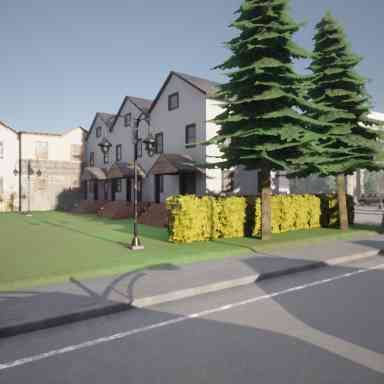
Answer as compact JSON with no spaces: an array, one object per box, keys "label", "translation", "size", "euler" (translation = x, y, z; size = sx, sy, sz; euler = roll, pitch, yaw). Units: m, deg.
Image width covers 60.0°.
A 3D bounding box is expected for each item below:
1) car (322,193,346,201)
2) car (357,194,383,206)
[{"label":"car","translation":[31.817,1.097,74.527],"size":[1.932,1.855,4.605],"euler":[0,0,-36]},{"label":"car","translation":[26.957,1.097,49.072],"size":[1.932,1.855,4.605],"euler":[0,0,-36]}]
